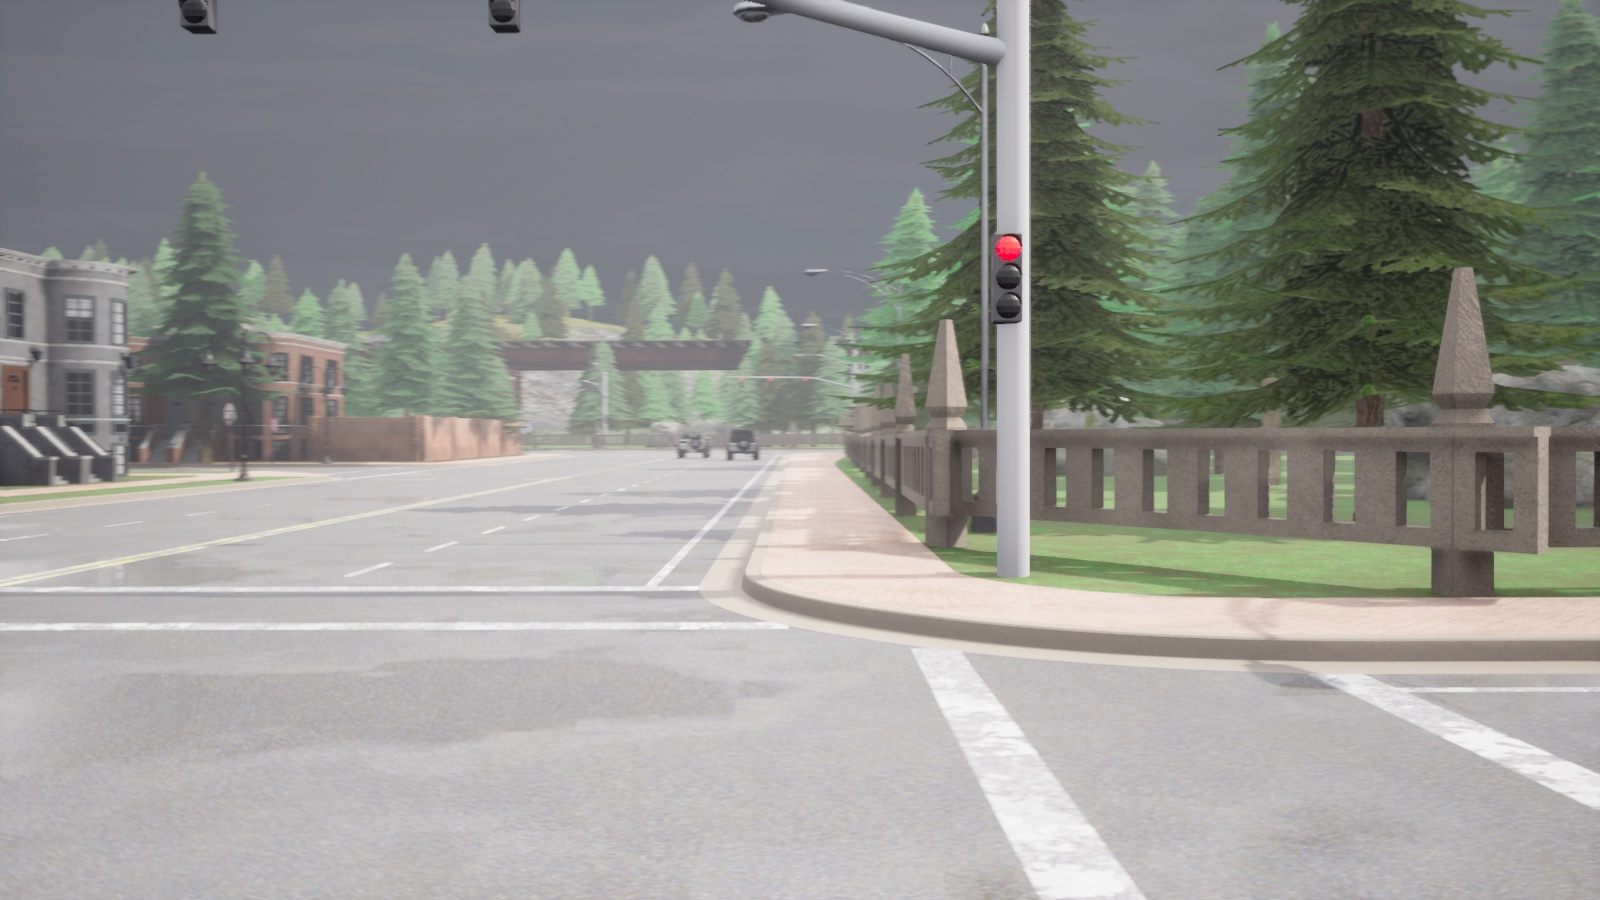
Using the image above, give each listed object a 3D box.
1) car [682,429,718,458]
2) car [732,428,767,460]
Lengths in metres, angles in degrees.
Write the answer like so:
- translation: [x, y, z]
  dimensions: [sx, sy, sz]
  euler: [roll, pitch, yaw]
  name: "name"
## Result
- translation: [-6.458, -0.444, 81.770]
  dimensions: [1.932, 1.855, 4.605]
  euler: [0, 1, 0]
  name: "car"
- translation: [-2.991, -0.360, 74.904]
  dimensions: [1.905, 1.878, 3.866]
  euler: [0, 1, 0]
  name: "car"
